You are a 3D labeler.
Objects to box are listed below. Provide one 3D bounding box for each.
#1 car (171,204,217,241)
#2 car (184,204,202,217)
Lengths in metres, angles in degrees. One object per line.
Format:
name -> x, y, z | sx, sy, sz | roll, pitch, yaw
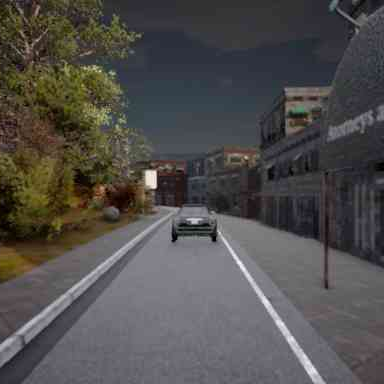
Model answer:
car -> 0.110, 1.376, 16.908 | 2.097, 1.767, 4.553 | 0, 0, 0
car -> 0.118, 2.105, 38.215 | 1.895, 1.301, 4.718 | 0, -2, 0
